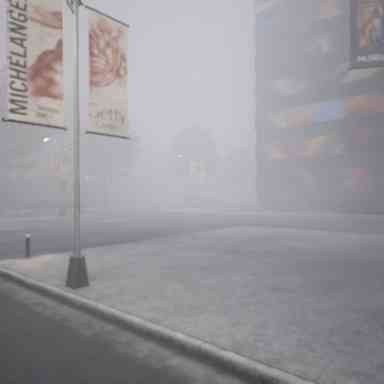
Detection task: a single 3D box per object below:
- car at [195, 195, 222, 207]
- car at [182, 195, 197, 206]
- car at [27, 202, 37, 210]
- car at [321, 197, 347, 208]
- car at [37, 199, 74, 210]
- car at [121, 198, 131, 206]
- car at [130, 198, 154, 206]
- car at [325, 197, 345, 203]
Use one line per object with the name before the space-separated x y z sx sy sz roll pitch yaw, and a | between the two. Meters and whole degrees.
car | 3.221 1.747 57.963 1.837 1.490 4.892 -1 0 41
car | 0.603 1.491 60.289 2.150 2.045 5.566 -1 0 41
car | -22.740 1.884 51.164 1.837 1.490 4.892 -1 0 41
car | 20.881 1.499 48.819 2.161 1.482 4.786 -1 0 41
car | -19.777 1.952 49.252 1.895 1.301 4.718 -1 0 41
car | -11.365 1.924 64.064 1.837 1.490 4.892 -1 0 41
car | -8.729 1.901 61.761 1.994 1.385 4.181 -1 0 41
car | 15.974 1.384 36.917 2.002 1.452 4.674 -1 0 41
